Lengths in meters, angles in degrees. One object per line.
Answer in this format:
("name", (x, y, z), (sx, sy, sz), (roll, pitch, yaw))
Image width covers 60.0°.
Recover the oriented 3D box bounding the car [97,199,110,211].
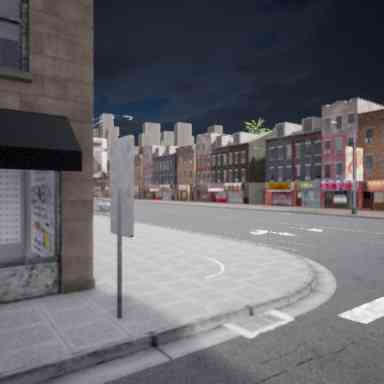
("car", (-7.852, 1.347, 33.578), (1.895, 1.301, 4.718), (0, 0, -36))
